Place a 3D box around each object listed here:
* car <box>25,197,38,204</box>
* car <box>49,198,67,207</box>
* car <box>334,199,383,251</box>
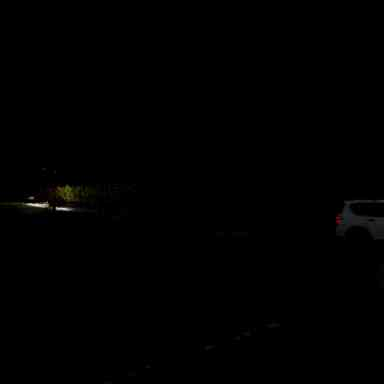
[{"bbox_3d":[-34.409,1.717,70.943,2.033,1.411,5.357,0,0,-36],"label":"car"},{"bbox_3d":[-21.030,1.645,52.185,2.128,1.511,4.902,0,0,-36],"label":"car"},{"bbox_3d":[8.273,1.303,12.477,2.150,2.045,5.566,0,0,-39],"label":"car"}]
